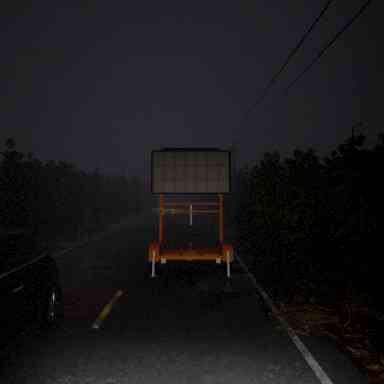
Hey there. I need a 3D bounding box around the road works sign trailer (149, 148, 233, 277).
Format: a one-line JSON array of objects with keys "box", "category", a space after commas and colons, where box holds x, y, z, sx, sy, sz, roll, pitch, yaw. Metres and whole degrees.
[{"box": [-0.031, 0.462, 10.200, 2.380, 3.560, 2.880, 0, 0, 0], "category": "road works sign trailer"}]

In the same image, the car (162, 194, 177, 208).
[{"box": [-3.350, 1.212, 47.486, 2.150, 2.045, 5.566, 0, 0, 0], "category": "car"}]

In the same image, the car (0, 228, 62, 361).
[{"box": [-3.310, 1.351, 3.908, 2.097, 1.767, 4.553, 0, 0, 0], "category": "car"}]
